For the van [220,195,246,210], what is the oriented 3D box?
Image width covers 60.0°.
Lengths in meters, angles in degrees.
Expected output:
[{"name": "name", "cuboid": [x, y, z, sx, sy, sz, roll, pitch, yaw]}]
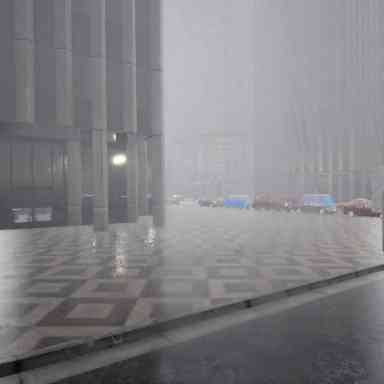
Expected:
[{"name": "van", "cuboid": [5.864, 1.295, 42.371, 1.690, 1.788, 3.998, -1, 1, -36]}]

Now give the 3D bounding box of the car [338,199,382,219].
[{"name": "car", "cuboid": [15.509, 1.567, 28.890, 1.887, 1.381, 4.507, -1, 1, -36]}]

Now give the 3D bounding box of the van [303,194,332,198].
[{"name": "van", "cuboid": [16.025, 1.179, 42.825, 1.690, 1.788, 3.998, -1, 1, -36]}]

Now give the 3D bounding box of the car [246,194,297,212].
[{"name": "car", "cuboid": [9.079, 1.291, 37.876, 2.192, 1.841, 5.009, -1, 1, -36]}]

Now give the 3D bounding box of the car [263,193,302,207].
[{"name": "car", "cuboid": [12.812, 1.131, 47.320, 2.192, 1.841, 5.009, -1, 1, -36]}]

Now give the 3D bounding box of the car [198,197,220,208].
[{"name": "car", "cuboid": [2.652, 1.372, 46.865, 1.967, 1.590, 4.097, -1, 1, -36]}]

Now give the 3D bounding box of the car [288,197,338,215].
[{"name": "car", "cuboid": [12.295, 1.549, 33.384, 2.008, 1.369, 4.403, -1, 1, -36]}]

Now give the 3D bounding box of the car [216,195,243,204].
[{"name": "car", "cuboid": [6.291, 1.297, 56.451, 1.752, 1.417, 4.829, -1, 1, -36]}]

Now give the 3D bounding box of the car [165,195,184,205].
[{"name": "car", "cuboid": [-3.776, 1.440, 55.855, 2.008, 1.369, 4.403, -1, 1, -36]}]
